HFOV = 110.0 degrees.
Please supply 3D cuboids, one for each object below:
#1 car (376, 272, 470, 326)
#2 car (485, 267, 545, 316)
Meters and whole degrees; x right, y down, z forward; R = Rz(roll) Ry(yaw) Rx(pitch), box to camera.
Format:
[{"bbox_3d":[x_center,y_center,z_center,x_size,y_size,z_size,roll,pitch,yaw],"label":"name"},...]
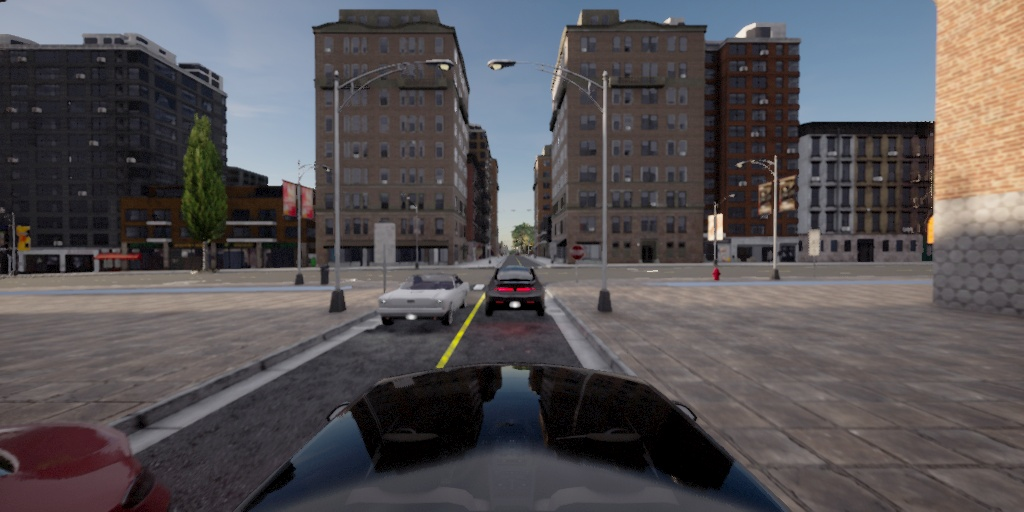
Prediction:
[{"bbox_3d":[-2.550,1.217,11.322,1.895,1.301,4.718,0,1,1],"label":"car"},{"bbox_3d":[0.095,1.102,12.602,1.837,1.490,4.892,0,1,0],"label":"car"}]
